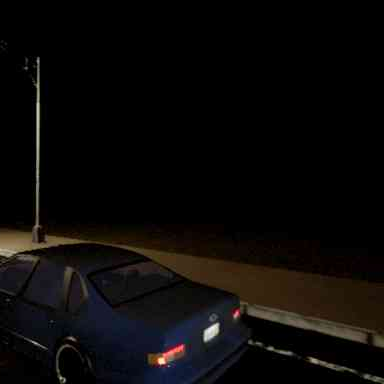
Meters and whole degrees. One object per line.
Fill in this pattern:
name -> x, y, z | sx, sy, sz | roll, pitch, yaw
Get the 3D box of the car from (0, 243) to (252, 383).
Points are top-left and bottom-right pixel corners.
car -> -1.837, 1.517, 4.999 | 5.357, 1.411, 2.033 | 1, 0, 36
